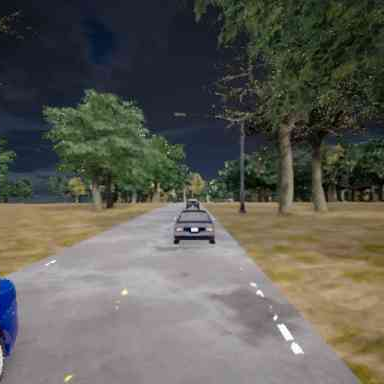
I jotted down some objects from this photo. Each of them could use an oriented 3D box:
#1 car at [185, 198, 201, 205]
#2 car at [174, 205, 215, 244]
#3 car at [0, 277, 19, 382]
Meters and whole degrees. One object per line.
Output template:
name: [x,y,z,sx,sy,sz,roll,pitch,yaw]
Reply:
car: [0.105,1.642,46.245,1.837,1.490,4.892,0,0,0]
car: [0.101,1.566,15.948,2.033,1.411,5.357,0,0,0]
car: [-3.099,1.481,2.116,1.882,1.535,5.008,0,0,0]
